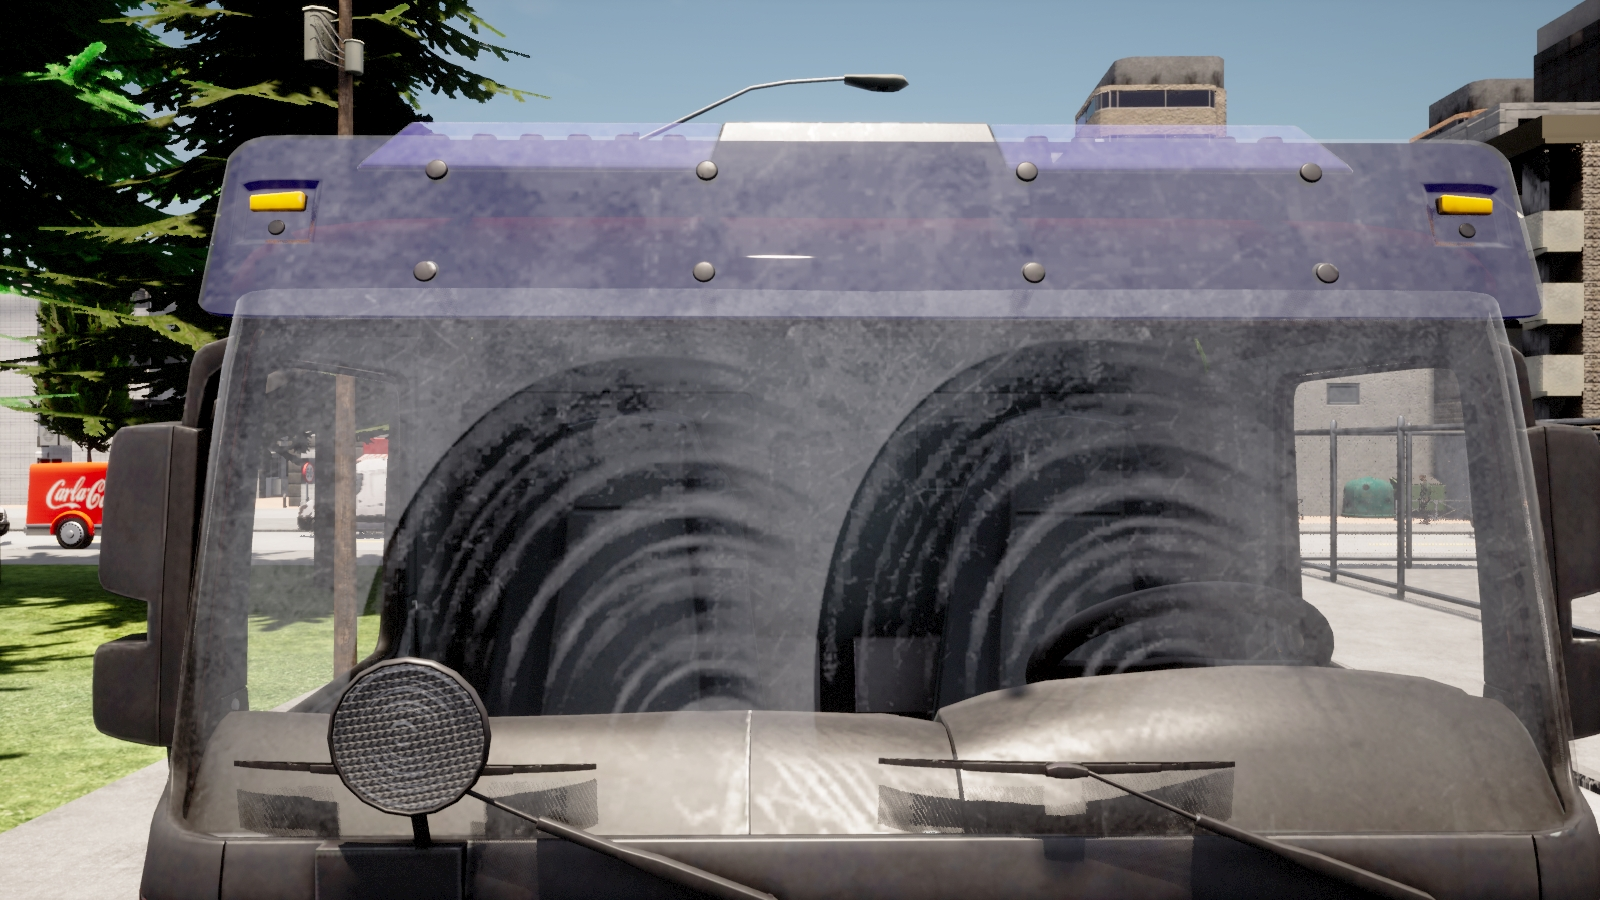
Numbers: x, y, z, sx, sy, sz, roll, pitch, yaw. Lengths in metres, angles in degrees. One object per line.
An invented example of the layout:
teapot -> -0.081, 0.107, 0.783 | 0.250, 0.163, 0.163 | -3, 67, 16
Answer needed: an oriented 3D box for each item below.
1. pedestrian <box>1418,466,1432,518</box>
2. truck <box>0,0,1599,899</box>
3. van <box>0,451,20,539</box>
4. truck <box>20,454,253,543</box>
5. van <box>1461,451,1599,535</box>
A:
pedestrian -> 22.510, 1.523, 41.143 | 0.375, 1.860, 0.375 | 0, 0, 12
truck -> 0.092, 0.670, 5.580 | 2.891, 3.827, 8.468 | 0, 0, -1
van -> -26.239, 1.314, 33.169 | 5.915, 2.561, 1.988 | 0, 0, 2
truck -> -19.012, 1.348, 32.943 | 5.204, 2.467, 2.627 | 0, 0, 1
van -> 24.242, 1.314, 35.747 | 5.915, 2.561, 1.988 | 0, 0, 1
